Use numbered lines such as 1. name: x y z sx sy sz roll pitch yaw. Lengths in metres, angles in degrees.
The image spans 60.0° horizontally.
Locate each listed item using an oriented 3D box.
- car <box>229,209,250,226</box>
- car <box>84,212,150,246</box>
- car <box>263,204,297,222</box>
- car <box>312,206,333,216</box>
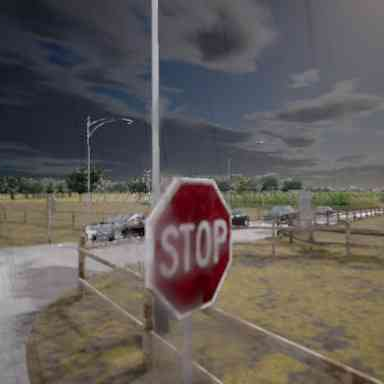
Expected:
1. car: 2.769 2.071 25.811 1.837 1.490 4.892 0 -1 37
2. car: -3.367 1.841 17.483 2.128 1.511 4.902 0 -1 35
3. car: 9.058 2.158 34.185 2.097 1.767 4.553 0 -1 37
4. car: 18.215 2.704 46.259 1.837 1.490 4.892 0 -2 37
